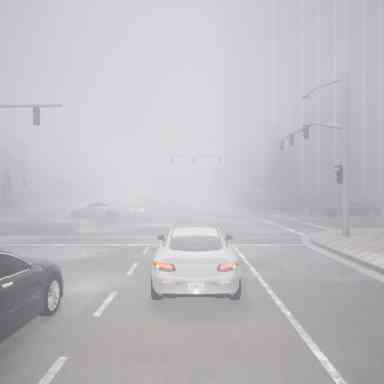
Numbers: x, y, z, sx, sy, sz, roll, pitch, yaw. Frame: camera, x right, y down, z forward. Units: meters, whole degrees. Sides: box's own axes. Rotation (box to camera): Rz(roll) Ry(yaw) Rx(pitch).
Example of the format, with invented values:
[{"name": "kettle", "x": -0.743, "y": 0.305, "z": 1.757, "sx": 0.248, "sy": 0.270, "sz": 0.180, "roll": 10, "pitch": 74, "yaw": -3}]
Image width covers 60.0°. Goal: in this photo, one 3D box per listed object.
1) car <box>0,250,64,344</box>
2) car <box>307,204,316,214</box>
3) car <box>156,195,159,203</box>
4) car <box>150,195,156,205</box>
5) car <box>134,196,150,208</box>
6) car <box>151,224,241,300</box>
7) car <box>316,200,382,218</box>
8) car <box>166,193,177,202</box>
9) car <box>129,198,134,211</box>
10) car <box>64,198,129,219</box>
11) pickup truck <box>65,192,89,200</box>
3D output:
[{"name": "car", "x": -3.434, "y": 1.505, "z": 4.603, "sx": 1.837, "sy": 1.490, "sz": 4.892, "roll": 0, "pitch": 0, "yaw": 1}, {"name": "car", "x": 13.807, "y": 1.491, "z": 32.557, "sx": 4.902, "sy": 1.511, "sz": 2.128, "roll": 0, "pitch": 0, "yaw": 0}, {"name": "car", "x": -7.994, "y": 1.352, "z": 68.154, "sx": 2.097, "sy": 1.767, "sz": 4.553, "roll": 0, "pitch": 0, "yaw": 0}, {"name": "car", "x": -7.920, "y": 1.505, "z": 57.972, "sx": 1.837, "sy": 1.490, "sz": 4.892, "roll": 0, "pitch": 0, "yaw": -1}, {"name": "car", "x": -7.796, "y": 1.478, "z": 48.718, "sx": 1.882, "sy": 1.535, "sz": 5.008, "roll": 0, "pitch": 0, "yaw": -1}, {"name": "car", "x": 0.080, "y": 1.526, "z": 8.252, "sx": 1.812, "sy": 1.442, "sz": 4.674, "roll": 0, "pitch": 0, "yaw": 0}, {"name": "car", "x": 13.855, "y": 1.504, "z": 29.057, "sx": 4.892, "sy": 1.490, "sz": 1.837, "roll": 0, "pitch": 0, "yaw": 0}, {"name": "car", "x": -4.541, "y": 1.225, "z": 72.940, "sx": 2.150, "sy": 2.045, "sz": 5.566, "roll": 0, "pitch": 0, "yaw": -1}, {"name": "car", "x": -8.421, "y": 1.525, "z": 32.397, "sx": 4.674, "sy": 1.442, "sz": 1.812, "roll": 0, "pitch": 0, "yaw": 0}, {"name": "car", "x": -8.237, "y": 1.525, "z": 28.888, "sx": 4.674, "sy": 1.442, "sz": 1.812, "roll": 0, "pitch": 0, "yaw": -1}, {"name": "pickup truck", "x": -24.637, "y": 1.059, "z": 70.312, "sx": 2.390, "sy": 2.098, "sz": 6.274, "roll": 0, "pitch": 0, "yaw": 30}]
